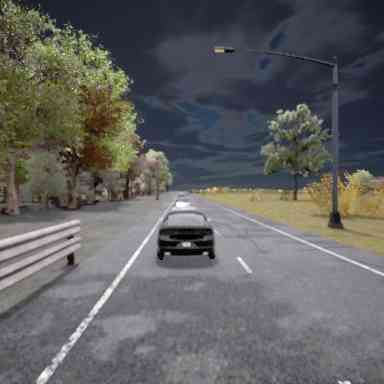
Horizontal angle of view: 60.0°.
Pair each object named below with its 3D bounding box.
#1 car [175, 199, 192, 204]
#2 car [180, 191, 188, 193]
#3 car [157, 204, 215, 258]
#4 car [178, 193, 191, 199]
[{"bbox_3d":[-0.730,1.488,27.990,1.895,1.301,4.718,0,0,-2],"label":"car"},{"bbox_3d":[-2.492,1.119,84.015,1.837,1.490,4.892,0,0,-2],"label":"car"},{"bbox_3d":[-0.243,1.429,12.529,1.882,1.535,5.008,0,0,-2],"label":"car"},{"bbox_3d":[-1.410,1.336,49.599,2.033,1.411,5.357,0,0,-2],"label":"car"}]
